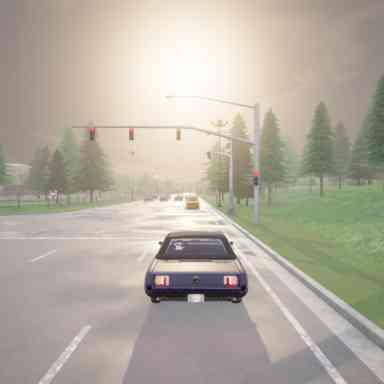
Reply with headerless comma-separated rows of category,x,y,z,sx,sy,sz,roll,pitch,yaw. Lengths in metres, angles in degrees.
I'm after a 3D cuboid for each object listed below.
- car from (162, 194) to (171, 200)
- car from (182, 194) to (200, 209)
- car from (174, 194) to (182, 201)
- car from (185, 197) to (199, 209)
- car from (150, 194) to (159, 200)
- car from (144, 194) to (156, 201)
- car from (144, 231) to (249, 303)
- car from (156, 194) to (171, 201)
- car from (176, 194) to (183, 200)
car,-6.816,1.372,90.858,2.033,1.411,5.357,0,0,0
car,-0.030,1.082,46.334,1.882,1.535,5.008,-3,17,-3
car,-3.336,1.545,80.848,1.994,1.385,4.181,0,0,0
car,0.054,1.576,49.804,2.033,1.411,5.357,-1,1,1
car,-10.316,1.332,90.865,1.837,1.490,4.892,0,0,0
car,-10.337,1.531,80.445,2.033,1.411,5.357,0,0,0
car,0.096,1.601,8.136,1.895,1.301,4.718,0,0,1
car,-6.837,1.531,80.438,2.033,1.411,5.357,0,0,0
car,-3.316,1.357,90.851,1.812,1.442,4.674,0,0,0
